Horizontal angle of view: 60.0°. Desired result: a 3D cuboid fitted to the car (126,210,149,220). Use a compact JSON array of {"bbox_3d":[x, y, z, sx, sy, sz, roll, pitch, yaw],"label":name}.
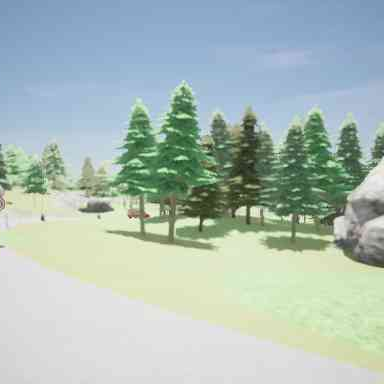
[{"bbox_3d":[-11.836,4.969,73.099,2.150,2.045,5.566,0,-5,38],"label":"car"}]
